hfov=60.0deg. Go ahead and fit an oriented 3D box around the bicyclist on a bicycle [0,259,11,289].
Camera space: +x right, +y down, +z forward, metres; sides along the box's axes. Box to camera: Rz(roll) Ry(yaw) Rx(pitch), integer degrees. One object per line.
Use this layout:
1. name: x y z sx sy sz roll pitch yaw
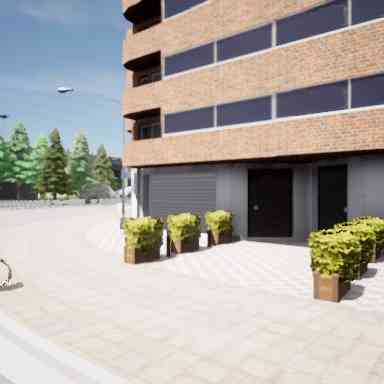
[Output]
1. bicyclist on a bicycle: -4.526 1.345 6.531 1.656 1.620 0.582 -13 9 -42
